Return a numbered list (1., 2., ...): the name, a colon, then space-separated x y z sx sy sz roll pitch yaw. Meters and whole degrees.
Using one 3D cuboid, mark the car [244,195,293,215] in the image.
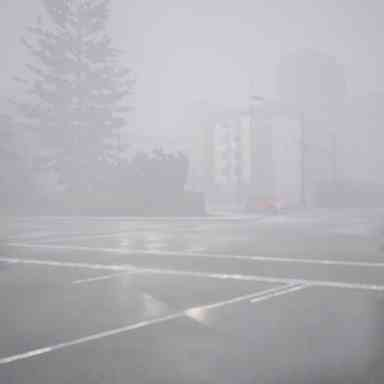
1. car: 6.839 1.075 30.136 2.097 1.767 4.553 -1 1 -35
